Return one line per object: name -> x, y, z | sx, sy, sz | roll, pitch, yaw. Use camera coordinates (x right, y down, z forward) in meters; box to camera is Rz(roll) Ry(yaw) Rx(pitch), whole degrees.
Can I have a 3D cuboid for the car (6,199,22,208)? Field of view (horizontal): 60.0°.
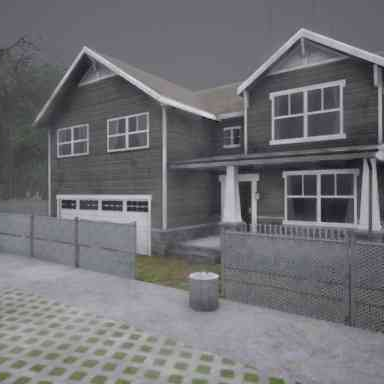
car -> -17.242, 1.460, 31.796 | 4.902, 1.511, 2.128 | 0, 0, -32
